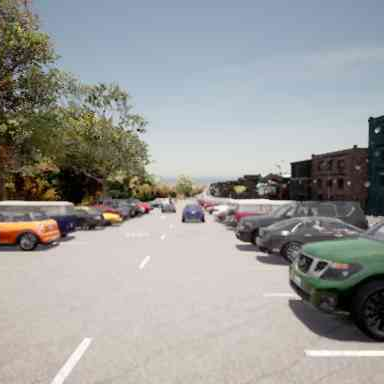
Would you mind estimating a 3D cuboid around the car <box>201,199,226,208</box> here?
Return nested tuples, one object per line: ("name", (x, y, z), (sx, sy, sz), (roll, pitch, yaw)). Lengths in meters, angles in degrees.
("car", (4.703, 2.570, 73.439), (5.566, 2.045, 2.435), (0, -1, 0))

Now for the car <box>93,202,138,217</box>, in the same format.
("car", (-8.378, 2.045, 34.028), (4.792, 1.488, 2.163), (0, -1, 0))

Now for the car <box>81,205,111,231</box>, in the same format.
("car", (-8.332, 1.858, 22.888), (4.674, 1.452, 2.002), (0, -1, 0))

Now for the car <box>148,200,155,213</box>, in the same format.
("car", (-8.336, 1.979, 45.170), (5.566, 2.045, 2.435), (0, -1, 0))

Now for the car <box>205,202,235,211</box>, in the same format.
("car", (4.728, 2.500, 56.617), (4.792, 1.488, 2.163), (0, -1, 0))

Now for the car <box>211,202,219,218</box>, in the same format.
("car", (4.735, 2.021, 34.203), (4.892, 1.521, 2.231), (0, -1, 0))

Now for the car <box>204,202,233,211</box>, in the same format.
("car", (4.700, 2.528, 59.420), (5.008, 1.535, 2.097), (0, -1, 0))

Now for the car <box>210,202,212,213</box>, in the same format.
("car", (4.755, 2.100, 37.000), (4.792, 1.488, 2.163), (0, -1, 0))

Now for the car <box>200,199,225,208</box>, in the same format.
("car", (4.699, 2.628, 76.241), (5.566, 2.045, 2.435), (0, -1, 0))

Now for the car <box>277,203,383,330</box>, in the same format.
("car", (4.721, 1.301, 6.175), (5.566, 2.045, 2.435), (0, -1, 0))

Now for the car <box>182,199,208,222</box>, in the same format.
("car", (0.090, 1.844, 31.512), (2.097, 1.767, 4.553), (0, -1, -1))

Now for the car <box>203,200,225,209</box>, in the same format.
("car", (4.710, 2.637, 70.634), (4.553, 1.767, 2.185), (0, -1, 0))

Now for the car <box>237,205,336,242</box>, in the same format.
("car", (4.781, 1.597, 17.383), (4.553, 1.767, 2.185), (0, -1, 0))

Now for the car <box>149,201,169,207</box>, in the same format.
("car", (-8.392, 3.073, 84.145), (4.792, 1.488, 2.163), (0, -1, 0))

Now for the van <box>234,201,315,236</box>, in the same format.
("van", (4.864, 1.546, 20.188), (4.442, 1.987, 1.878), (0, -1, 0))

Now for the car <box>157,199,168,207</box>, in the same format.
("car", (-8.411, 2.813, 73.043), (4.892, 1.521, 2.231), (0, -1, 0))

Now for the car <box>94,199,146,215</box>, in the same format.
("car", (-8.325, 1.815, 36.816), (5.566, 2.045, 2.435), (0, -1, 0))

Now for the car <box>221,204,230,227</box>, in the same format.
("car", (4.751, 1.823, 22.988), (4.892, 1.521, 2.231), (0, -1, 0))

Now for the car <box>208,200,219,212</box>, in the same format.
("car", (4.723, 2.179, 42.607), (5.008, 1.535, 2.097), (0, -1, 0))

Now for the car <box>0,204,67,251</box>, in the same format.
("car", (-8.298, 1.548, 14.539), (4.553, 1.767, 2.185), (0, -1, 0))

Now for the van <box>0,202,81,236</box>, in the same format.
("van", (-8.446, 1.494, 17.321), (4.442, 1.987, 1.878), (0, -1, 0))

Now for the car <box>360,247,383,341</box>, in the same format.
("car", (4.754, 1.519, 3.371), (4.892, 1.521, 2.231), (0, -1, 0))

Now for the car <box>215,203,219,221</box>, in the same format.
("car", (4.744, 1.920, 28.593), (5.008, 1.535, 2.097), (0, -1, 0))

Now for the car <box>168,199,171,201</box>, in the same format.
("car", (-8.224, 2.867, 75.820), (5.366, 1.575, 1.946), (0, -1, 0))

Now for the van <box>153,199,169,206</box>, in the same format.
("van", (-8.549, 2.992, 92.474), (4.442, 1.987, 1.878), (0, -1, 0))

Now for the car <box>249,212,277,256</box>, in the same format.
("car", (4.745, 1.632, 11.775), (4.892, 1.521, 2.231), (0, -1, 0))

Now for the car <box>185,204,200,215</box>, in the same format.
("car", (0.062, 2.377, 46.357), (1.895, 1.301, 4.718), (0, -1, 0))

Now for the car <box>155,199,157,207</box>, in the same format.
("car", (-8.340, 2.034, 47.831), (5.566, 2.045, 2.435), (0, -1, 0))

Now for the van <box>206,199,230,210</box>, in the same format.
("van", (4.807, 2.361, 62.228), (4.442, 1.987, 1.878), (0, -1, 0))

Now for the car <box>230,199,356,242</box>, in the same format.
("car", (4.722, 1.425, 14.584), (5.566, 2.045, 2.435), (0, -1, 0))

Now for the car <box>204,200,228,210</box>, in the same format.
("car", (4.655, 2.520, 65.028), (4.553, 1.767, 2.185), (0, -1, 0))

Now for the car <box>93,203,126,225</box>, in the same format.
("car", (-8.152, 1.864, 25.674), (5.366, 1.575, 1.946), (0, -1, 0))

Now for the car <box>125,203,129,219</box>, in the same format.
("car", (-8.336, 1.917, 28.459), (5.008, 1.535, 2.097), (0, -1, 0))

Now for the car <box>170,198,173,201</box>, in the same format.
("car", (-8.453, 2.850, 86.925), (5.566, 2.045, 2.435), (0, -1, 0))

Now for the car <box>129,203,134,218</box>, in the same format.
("car", (-8.316, 1.995, 31.243), (4.792, 1.488, 2.163), (0, -1, 0))

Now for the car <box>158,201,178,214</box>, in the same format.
("car", (-3.285, 2.377, 47.894), (1.994, 1.385, 4.181), (0, -1, 0))

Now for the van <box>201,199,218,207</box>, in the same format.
("van", (4.538, 2.888, 87.451), (4.442, 1.987, 1.878), (0, -1, 0))

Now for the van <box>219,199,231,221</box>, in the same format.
("van", (4.626, 1.645, 25.794), (4.442, 1.987, 1.878), (0, -1, 0))

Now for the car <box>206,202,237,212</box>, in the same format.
("car", (4.731, 2.441, 53.814), (4.792, 1.488, 2.163), (0, -1, 0))

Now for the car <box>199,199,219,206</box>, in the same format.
("car", (4.674, 2.979, 93.058), (5.566, 2.045, 2.435), (0, -1, 0))

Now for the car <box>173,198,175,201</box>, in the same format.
("car", (-8.465, 3.024, 95.250), (5.566, 2.045, 2.435), (0, -1, 0))
